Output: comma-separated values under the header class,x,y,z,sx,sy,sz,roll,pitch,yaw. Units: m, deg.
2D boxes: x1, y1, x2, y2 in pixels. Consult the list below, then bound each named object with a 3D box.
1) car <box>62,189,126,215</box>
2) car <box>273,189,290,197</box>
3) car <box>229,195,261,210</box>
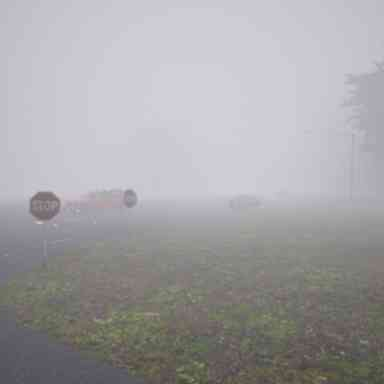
class,x,y,z,sx,sy,sz,roll,pitch,yaw
car,-7.835,0.812,27.495,2.150,2.045,5.566,2,4,36
car,16.563,0.163,61.503,2.128,1.511,4.902,2,3,36
car,5.488,0.984,34.070,1.994,1.385,4.181,2,3,36
